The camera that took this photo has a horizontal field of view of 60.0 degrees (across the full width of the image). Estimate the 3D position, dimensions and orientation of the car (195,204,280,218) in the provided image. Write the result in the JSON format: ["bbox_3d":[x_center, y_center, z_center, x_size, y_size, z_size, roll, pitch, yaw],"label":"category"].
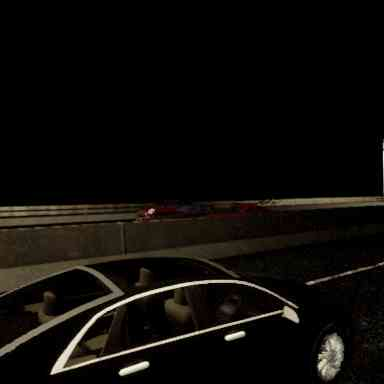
[{"bbox_3d":[2.880,1.463,18.837,5.008,1.535,1.882,0,0,-36],"label":"car"}]

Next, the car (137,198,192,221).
[{"bbox_3d":[-1.677,1.292,24.190,4.553,1.767,2.097,-1,0,-35],"label":"car"}]

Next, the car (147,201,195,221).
[{"bbox_3d":[0.141,1.491,21.188,5.357,1.411,2.033,0,0,-35],"label":"car"}]

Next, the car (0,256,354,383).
[{"bbox_3d":[-0.155,1.496,3.638,4.892,1.490,1.837,0,0,-36],"label":"car"}]
